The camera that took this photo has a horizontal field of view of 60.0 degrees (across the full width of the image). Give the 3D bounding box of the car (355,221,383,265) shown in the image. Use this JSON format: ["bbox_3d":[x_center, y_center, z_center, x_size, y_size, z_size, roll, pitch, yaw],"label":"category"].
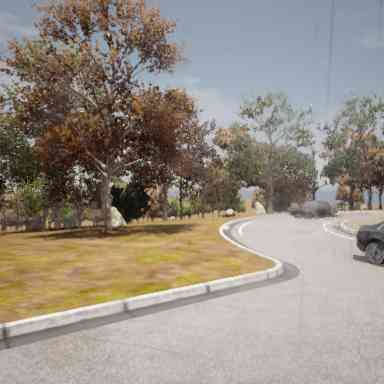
[{"bbox_3d":[6.977,1.477,9.229,2.128,1.511,4.902,0,0,-23],"label":"car"}]

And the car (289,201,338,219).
[{"bbox_3d":[10.656,1.511,28.875,5.357,1.411,2.033,0,0,-41],"label":"car"}]
